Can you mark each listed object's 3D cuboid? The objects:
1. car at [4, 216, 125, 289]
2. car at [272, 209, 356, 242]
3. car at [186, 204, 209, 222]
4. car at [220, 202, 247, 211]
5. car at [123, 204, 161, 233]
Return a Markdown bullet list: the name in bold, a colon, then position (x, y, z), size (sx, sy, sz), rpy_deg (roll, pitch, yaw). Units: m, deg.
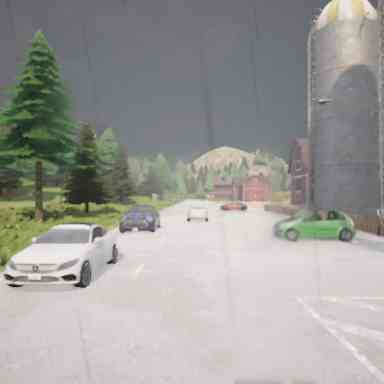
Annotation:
- **car**: position (-3.456, 1.651, 9.721), size (1.812, 1.442, 4.674), rpy_deg (0, -1, 1)
- **car**: position (6.282, 1.716, 17.418), size (3.988, 1.617, 1.851), rpy_deg (0, -1, 0)
- **car**: position (0.534, 1.928, 30.843), size (1.812, 1.442, 4.674), rpy_deg (0, -1, 1)
- **car**: position (6.281, 2.211, 50.427), size (4.181, 1.381, 1.994), rpy_deg (0, -1, 0)
- **car**: position (-3.284, 1.634, 21.758), size (2.097, 1.767, 4.553), rpy_deg (0, -1, 1)
